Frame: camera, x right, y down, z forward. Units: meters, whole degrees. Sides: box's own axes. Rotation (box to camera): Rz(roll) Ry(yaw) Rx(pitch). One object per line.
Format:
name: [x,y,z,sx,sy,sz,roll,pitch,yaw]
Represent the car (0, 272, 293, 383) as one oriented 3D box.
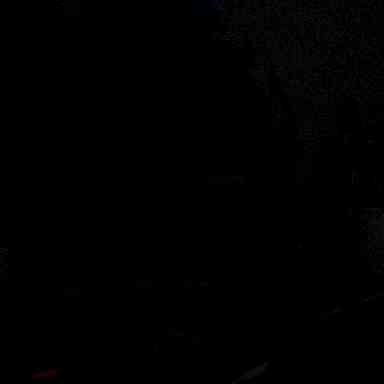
car: [-1.245,1.440,1.912,4.097,1.590,1.967,0,1,-35]
